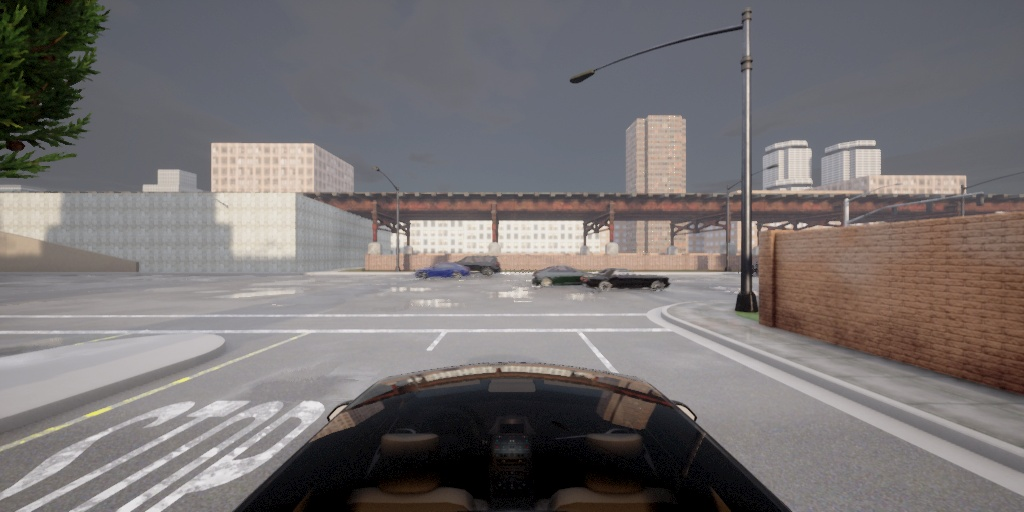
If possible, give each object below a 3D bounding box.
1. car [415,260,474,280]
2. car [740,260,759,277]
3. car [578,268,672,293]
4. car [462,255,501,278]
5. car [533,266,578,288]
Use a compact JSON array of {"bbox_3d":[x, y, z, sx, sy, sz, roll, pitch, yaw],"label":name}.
[{"bbox_3d":[-5.845,1.272,30.451,4.674,1.442,1.812,0,0,0],"label":"car"},{"bbox_3d":[24.572,0.969,33.643,5.566,2.045,2.150,0,0,1],"label":"car"},{"bbox_3d":[6.404,1.348,20.329,4.718,1.301,1.895,0,0,0],"label":"car"},{"bbox_3d":[-3.788,0.967,33.946,5.566,2.045,2.150,0,0,1],"label":"car"},{"bbox_3d":[3.425,1.311,23.119,4.181,1.385,1.994,0,0,-6],"label":"car"}]
